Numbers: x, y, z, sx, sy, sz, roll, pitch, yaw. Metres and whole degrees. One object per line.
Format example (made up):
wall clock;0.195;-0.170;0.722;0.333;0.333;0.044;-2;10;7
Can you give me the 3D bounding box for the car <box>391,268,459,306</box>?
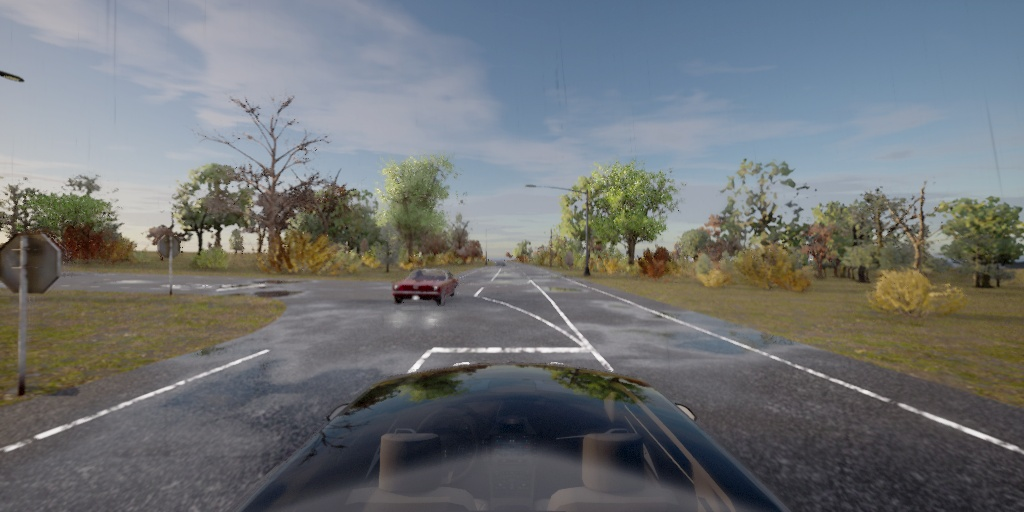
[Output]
car;-3.500;1.214;15.214;1.895;1.301;4.718;1;0;0
